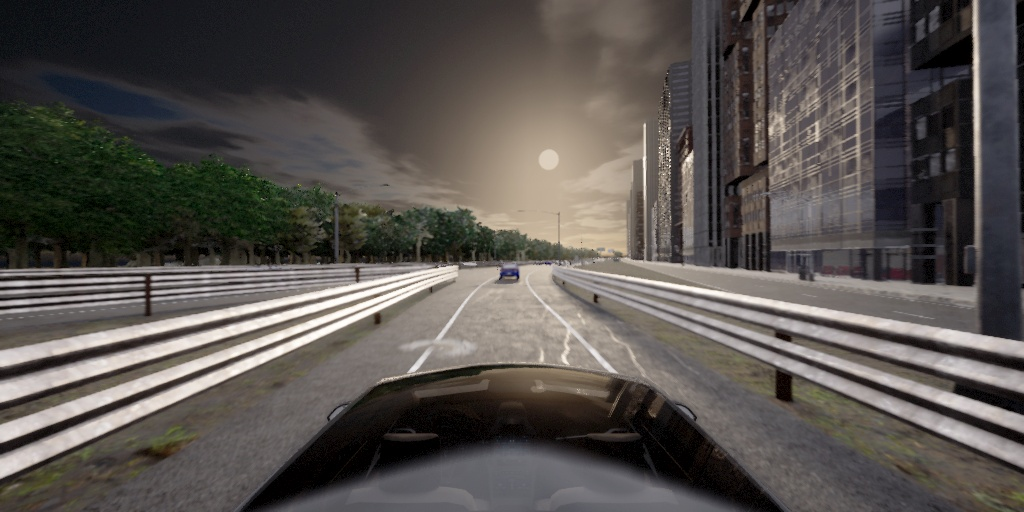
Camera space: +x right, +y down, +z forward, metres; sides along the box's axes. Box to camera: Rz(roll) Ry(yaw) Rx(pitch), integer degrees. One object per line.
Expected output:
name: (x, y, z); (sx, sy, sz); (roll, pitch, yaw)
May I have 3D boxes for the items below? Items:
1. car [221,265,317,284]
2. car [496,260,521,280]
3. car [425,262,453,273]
car: (-14.761, 1.231, 22.288); (2.033, 1.411, 5.357); (0, -1, 16)
car: (-0.138, 1.483, 35.554); (1.882, 1.535, 5.008); (0, 0, 3)
car: (-8.664, 1.427, 43.083); (2.128, 1.511, 4.902); (0, -1, 16)
